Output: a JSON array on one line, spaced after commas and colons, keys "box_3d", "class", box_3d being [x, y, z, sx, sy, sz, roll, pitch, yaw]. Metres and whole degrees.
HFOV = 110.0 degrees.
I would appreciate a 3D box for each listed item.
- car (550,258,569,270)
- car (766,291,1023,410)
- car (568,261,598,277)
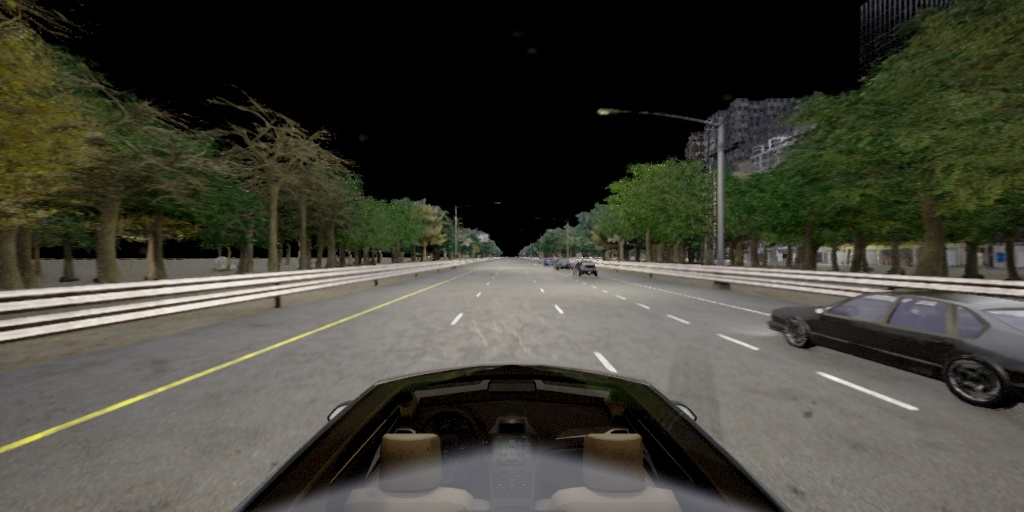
[{"box_3d": [7.067, 1.112, 50.937, 2.097, 1.767, 4.553, 0, 0, 0], "class": "car"}, {"box_3d": [7.000, 1.300, 6.081, 2.033, 1.411, 5.357, 0, 0, 0], "class": "car"}, {"box_3d": [7.042, 1.265, 34.978, 1.837, 1.490, 4.892, 0, 0, 0], "class": "car"}]
